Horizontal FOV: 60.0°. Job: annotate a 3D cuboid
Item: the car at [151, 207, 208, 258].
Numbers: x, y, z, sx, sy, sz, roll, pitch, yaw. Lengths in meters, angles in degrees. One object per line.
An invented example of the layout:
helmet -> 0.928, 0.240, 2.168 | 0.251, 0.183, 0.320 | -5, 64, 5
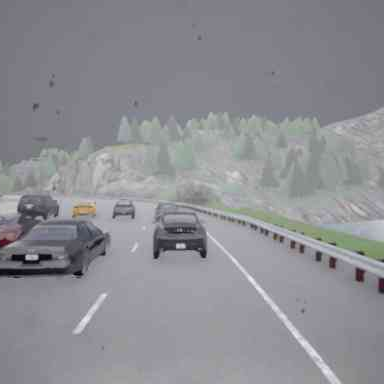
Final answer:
car -> -0.498, 1.504, 12.791 | 1.837, 1.490, 4.892 | 0, -1, -4

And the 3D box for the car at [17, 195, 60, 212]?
car -> -12.806, 1.252, 27.995 | 2.150, 2.045, 5.566 | 0, 0, -8

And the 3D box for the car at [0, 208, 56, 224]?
car -> -7.633, 1.580, 14.215 | 1.994, 1.385, 4.181 | 0, 0, -5

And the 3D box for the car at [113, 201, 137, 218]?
car -> -6.020, 1.510, 29.804 | 2.128, 1.511, 4.902 | 0, 0, -9

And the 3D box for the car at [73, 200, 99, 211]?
car -> -9.748, 1.501, 30.886 | 1.882, 1.535, 5.008 | 0, 0, -10

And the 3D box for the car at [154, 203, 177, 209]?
car -> -1.985, 1.558, 26.538 | 2.033, 1.411, 5.357 | 0, 0, -8

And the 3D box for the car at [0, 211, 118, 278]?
car -> -3.839, 1.557, 10.192 | 2.033, 1.411, 5.357 | 0, 0, -3
